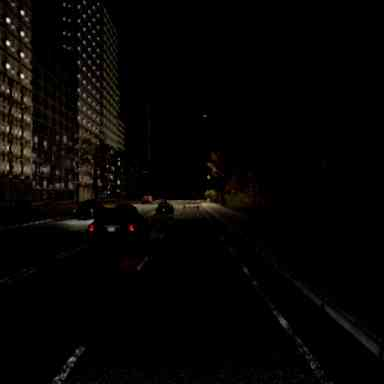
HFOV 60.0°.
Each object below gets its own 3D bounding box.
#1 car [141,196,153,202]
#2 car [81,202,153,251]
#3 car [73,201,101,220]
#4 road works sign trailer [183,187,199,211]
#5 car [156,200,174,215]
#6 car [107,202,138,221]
[{"bbox_3d":[-9.842,1.979,73.694,2.150,2.045,5.566,0,-1,0],"label":"car"},{"bbox_3d":[-3.166,1.514,15.140,2.097,1.767,4.553,0,-1,0],"label":"car"},{"bbox_3d":[-9.877,1.698,32.336,2.097,1.767,4.553,0,-1,0],"label":"car"},{"bbox_3d":[-0.062,0.996,50.808,2.380,3.560,2.880,0,-1,0],"label":"road works sign trailer"},{"bbox_3d":[-3.198,1.982,39.760,1.994,1.385,4.181,0,-1,0],"label":"car"},{"bbox_3d":[-6.628,1.820,32.221,1.882,1.535,5.008,0,-1,0],"label":"car"}]
